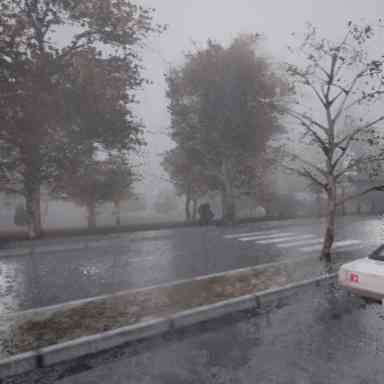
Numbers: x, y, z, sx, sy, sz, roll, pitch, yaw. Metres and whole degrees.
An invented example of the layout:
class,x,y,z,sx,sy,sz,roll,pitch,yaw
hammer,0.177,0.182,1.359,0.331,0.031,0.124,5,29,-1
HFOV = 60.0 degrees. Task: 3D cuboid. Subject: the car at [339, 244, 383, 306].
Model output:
class,x,y,z,sx,sy,sz,roll,pitch,yaw
car,5.116,1.557,6.772,4.718,1.301,1.895,0,0,-35
